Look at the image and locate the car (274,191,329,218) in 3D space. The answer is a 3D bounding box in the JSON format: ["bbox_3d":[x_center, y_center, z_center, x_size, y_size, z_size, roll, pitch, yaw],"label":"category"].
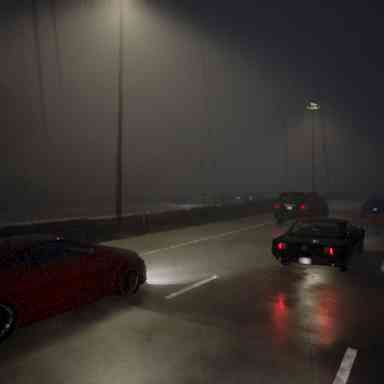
[{"bbox_3d":[7.011,0.951,21.040,2.150,2.045,5.566,0,1,34],"label":"car"}]

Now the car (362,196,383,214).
[{"bbox_3d":[14.753,1.081,26.329,1.882,1.535,5.008,0,1,34],"label":"car"}]

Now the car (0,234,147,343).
[{"bbox_3d":[-2.795,1.498,6.371,1.994,1.385,4.181,0,1,34],"label":"car"}]

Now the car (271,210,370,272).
[{"bbox_3d":[4.204,1.483,10.546,1.895,1.301,4.718,0,1,34],"label":"car"}]

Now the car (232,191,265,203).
[{"bbox_3d":[7.211,0.724,40.505,2.097,1.767,4.553,0,1,34],"label":"car"}]

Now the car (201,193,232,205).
[{"bbox_3d":[3.629,0.870,41.461,2.128,1.511,4.902,0,1,34],"label":"car"}]

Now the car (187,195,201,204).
[{"bbox_3d":[1.829,0.917,45.040,1.895,1.301,4.718,0,1,34],"label":"car"}]

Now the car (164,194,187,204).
[{"bbox_3d":[-1.728,0.920,46.033,1.895,1.301,4.718,0,1,34],"label":"car"}]
